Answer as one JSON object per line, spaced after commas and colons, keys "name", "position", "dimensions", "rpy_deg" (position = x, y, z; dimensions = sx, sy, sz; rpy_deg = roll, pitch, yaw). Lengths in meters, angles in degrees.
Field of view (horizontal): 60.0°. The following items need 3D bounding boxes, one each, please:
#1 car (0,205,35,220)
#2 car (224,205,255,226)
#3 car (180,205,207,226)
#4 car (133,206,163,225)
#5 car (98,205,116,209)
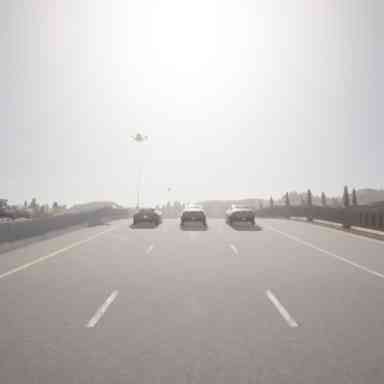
{"name": "car", "position": [-17.592, 2.041, 33.036], "dimensions": [2.033, 1.411, 5.357], "rpy_deg": [0, -3, 0]}
{"name": "car", "position": [3.612, 1.719, 25.547], "dimensions": [2.128, 1.511, 4.902], "rpy_deg": [0, -1, 0]}
{"name": "car", "position": [0.112, 1.720, 25.579], "dimensions": [2.128, 1.511, 4.902], "rpy_deg": [0, -1, 0]}
{"name": "car", "position": [-3.388, 1.804, 26.178], "dimensions": [1.994, 1.385, 4.181], "rpy_deg": [0, -1, 0]}
{"name": "car", "position": [-10.562, 2.436, 41.512], "dimensions": [2.097, 1.767, 4.553], "rpy_deg": [0, -5, 0]}
